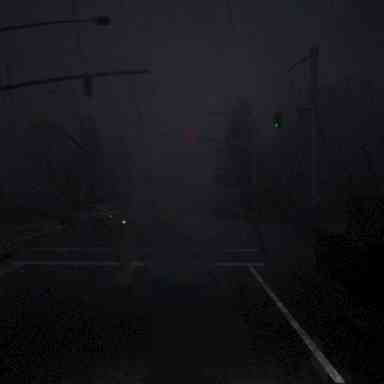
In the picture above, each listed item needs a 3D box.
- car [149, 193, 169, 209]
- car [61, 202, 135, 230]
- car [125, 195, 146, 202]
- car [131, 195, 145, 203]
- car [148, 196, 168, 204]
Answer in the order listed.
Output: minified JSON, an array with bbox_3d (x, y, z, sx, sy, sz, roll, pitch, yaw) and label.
[{"bbox_3d":[-4.374,1.189,45.607,2.150,2.045,5.566,0,0,-8],"label":"car"},{"bbox_3d":[-6.029,1.511,20.621,4.674,1.442,1.812,0,-1,29],"label":"car"},{"bbox_3d":[-12.435,1.381,73.527,5.008,1.535,1.882,0,0,42],"label":"car"},{"bbox_3d":[-11.340,1.480,66.412,1.812,1.442,4.674,0,0,-31],"label":"car"},{"bbox_3d":[-6.710,1.501,65.087,2.033,1.411,5.357,0,0,-26],"label":"car"}]
